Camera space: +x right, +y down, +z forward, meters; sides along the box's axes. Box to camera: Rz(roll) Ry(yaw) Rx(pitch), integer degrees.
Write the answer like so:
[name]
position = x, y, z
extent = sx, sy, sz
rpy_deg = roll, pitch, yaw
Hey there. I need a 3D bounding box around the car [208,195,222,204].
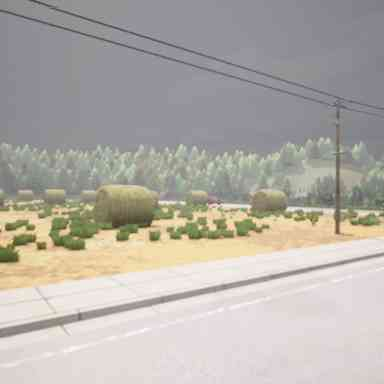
[car]
position = 3.641, 1.676, 66.195
extent = 2.150, 2.045, 5.566
rpy_deg = 1, 0, -33
